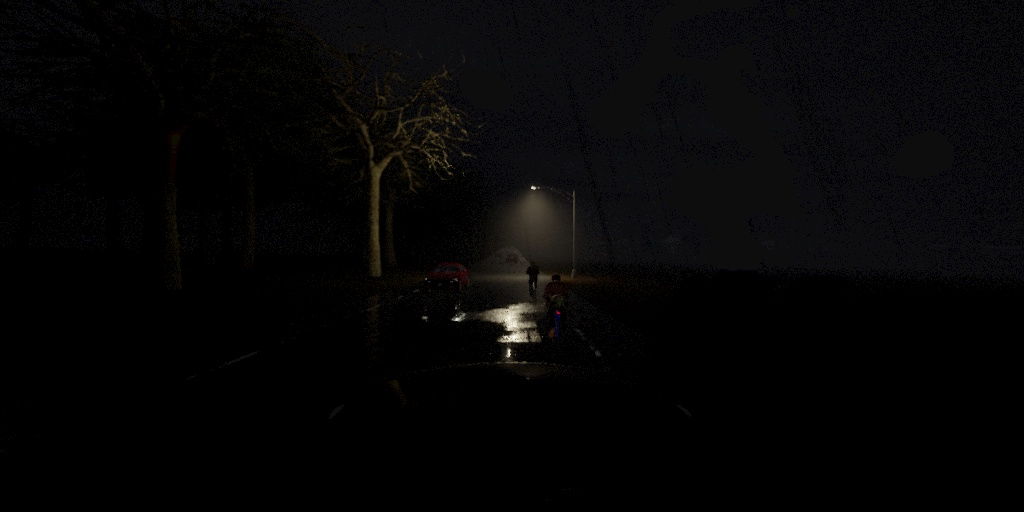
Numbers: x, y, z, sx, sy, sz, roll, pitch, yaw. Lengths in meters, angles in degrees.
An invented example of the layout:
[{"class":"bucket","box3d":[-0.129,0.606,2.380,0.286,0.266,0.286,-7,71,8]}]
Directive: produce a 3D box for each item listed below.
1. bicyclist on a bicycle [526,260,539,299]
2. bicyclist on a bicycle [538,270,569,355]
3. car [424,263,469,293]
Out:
[{"class":"bicyclist on a bicycle","box3d":[0.967,1.068,16.579,0.659,1.776,1.843,0,1,0]},{"class":"bicyclist on a bicycle","box3d":[0.964,1.191,7.689,0.582,1.620,1.656,0,0,0]},{"class":"car","box3d":[-3.596,1.148,20.306,1.882,1.535,5.008,0,0,0]}]
